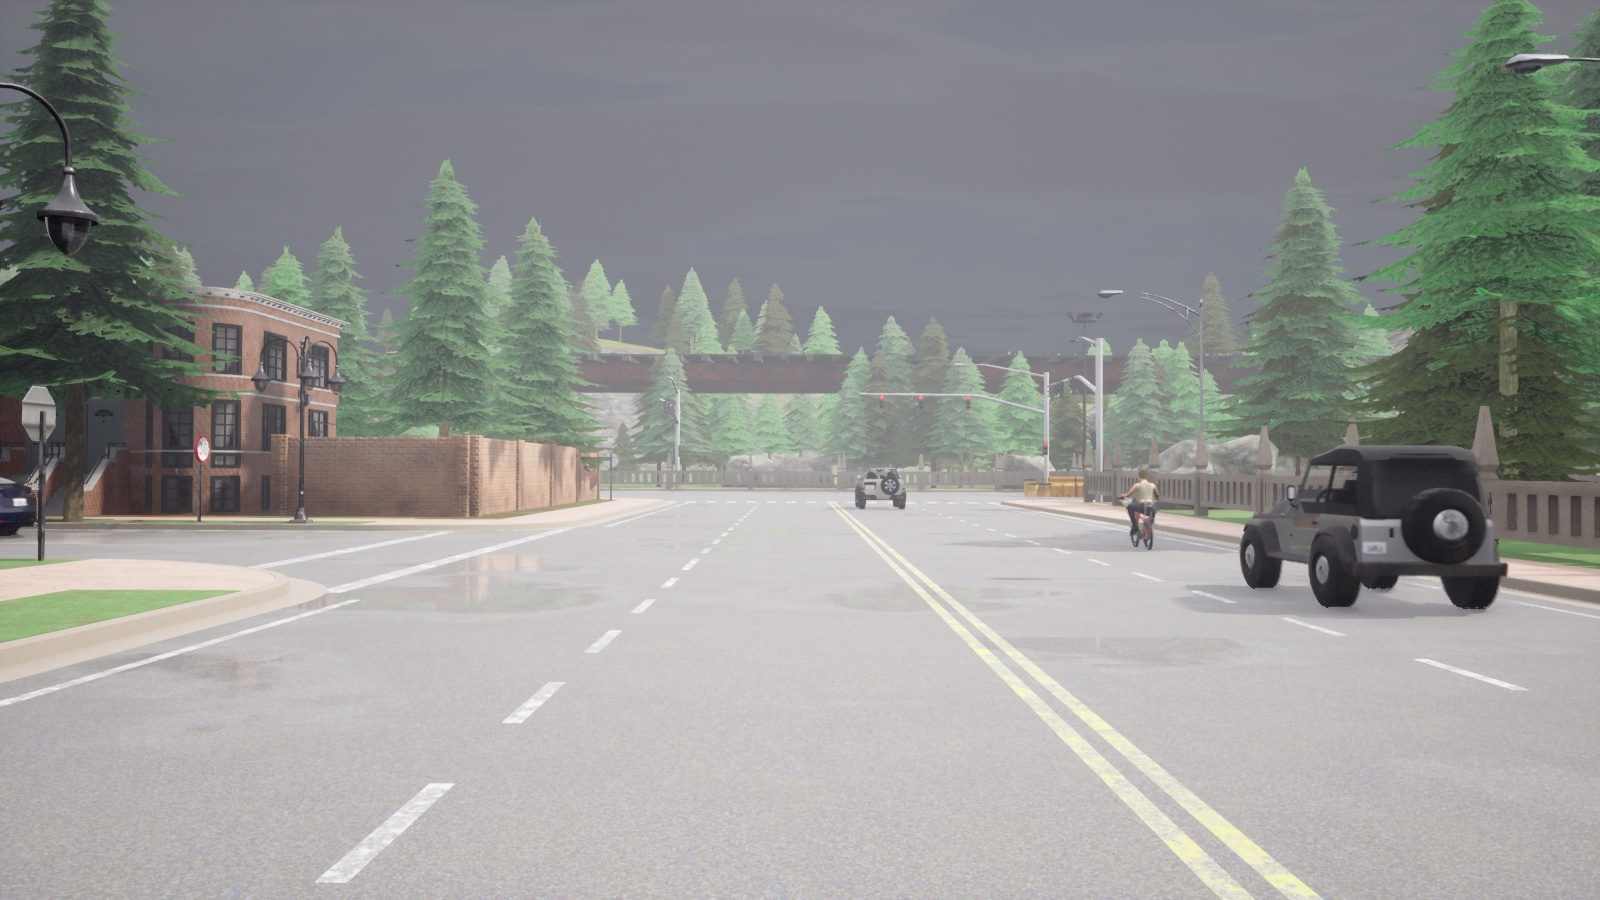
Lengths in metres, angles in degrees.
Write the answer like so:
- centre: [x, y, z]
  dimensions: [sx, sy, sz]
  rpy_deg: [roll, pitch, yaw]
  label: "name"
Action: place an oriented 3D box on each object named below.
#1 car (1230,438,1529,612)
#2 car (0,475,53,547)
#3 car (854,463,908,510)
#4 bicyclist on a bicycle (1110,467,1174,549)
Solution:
- centre: [6.959, 0.844, 15.589]
  dimensions: [1.905, 1.878, 3.866]
  rpy_deg: [0, -1, 0]
  label: "car"
- centre: [-19.156, 1.307, 27.106]
  dimensions: [4.792, 1.488, 2.163]
  rpy_deg: [0, -1, 2]
  label: "car"
- centre: [3.365, 1.503, 52.809]
  dimensions: [1.932, 1.855, 4.605]
  rpy_deg: [0, -1, 0]
  label: "car"
- centre: [6.940, 1.151, 25.547]
  dimensions: [0.866, 1.612, 1.509]
  rpy_deg: [0, -1, 0]
  label: "bicyclist on a bicycle"
